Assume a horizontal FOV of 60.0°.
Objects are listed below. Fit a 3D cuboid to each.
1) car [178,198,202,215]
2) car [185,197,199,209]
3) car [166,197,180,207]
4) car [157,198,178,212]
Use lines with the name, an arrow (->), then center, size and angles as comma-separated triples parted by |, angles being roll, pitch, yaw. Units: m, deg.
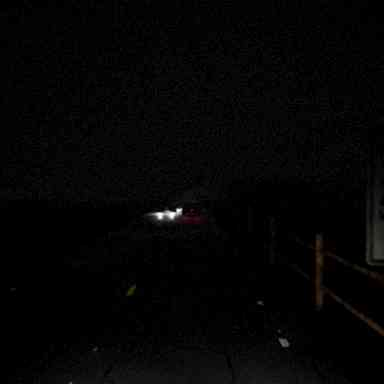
car -> -0.009, 1.481, 33.167 | 2.128, 1.511, 4.902 | 0, 0, 0
car -> 0.021, 1.514, 46.655 | 1.812, 1.442, 4.674 | 0, 0, 0
car -> -2.765, 1.501, 49.740 | 1.895, 1.301, 4.718 | 0, 0, 0
car -> -2.762, 1.553, 37.967 | 1.994, 1.385, 4.181 | 0, 0, 0
